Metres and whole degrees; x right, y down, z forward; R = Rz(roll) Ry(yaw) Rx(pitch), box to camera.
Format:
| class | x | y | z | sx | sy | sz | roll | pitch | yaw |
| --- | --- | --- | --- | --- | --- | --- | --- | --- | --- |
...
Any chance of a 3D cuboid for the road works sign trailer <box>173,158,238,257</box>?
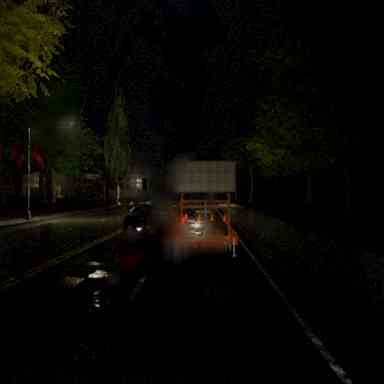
| class | x | y | z | sx | sy | sz | roll | pitch | yaw |
| --- | --- | --- | --- | --- | --- | --- | --- | --- | --- |
| road works sign trailer | 0.522 | 0.466 | 13.001 | 2.380 | 3.560 | 2.880 | 0 | 0 | 2 |

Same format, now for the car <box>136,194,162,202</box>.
| class | x | y | z | sx | sy | sz | roll | pitch | yaw |
| --- | --- | --- | --- | --- | --- | --- | --- | --- | --- |
| car | -5.080 | 1.285 | 41.773 | 2.150 | 2.045 | 5.566 | 0 | 0 | 2 |

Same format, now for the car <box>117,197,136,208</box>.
| class | x | y | z | sx | sy | sz | roll | pitch | yaw |
| --- | --- | --- | --- | --- | --- | --- | --- | --- | --- |
| car | -8.272 | 1.422 | 43.396 | 2.097 | 1.767 | 4.553 | 0 | 0 | 2 |

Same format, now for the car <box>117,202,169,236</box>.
| class | x | y | z | sx | sy | sz | roll | pitch | yaw |
| --- | --- | --- | --- | --- | --- | --- | --- | --- | --- |
| car | -2.445 | 1.510 | 18.331 | 1.837 | 1.490 | 4.892 | 0 | 0 | 2 |
